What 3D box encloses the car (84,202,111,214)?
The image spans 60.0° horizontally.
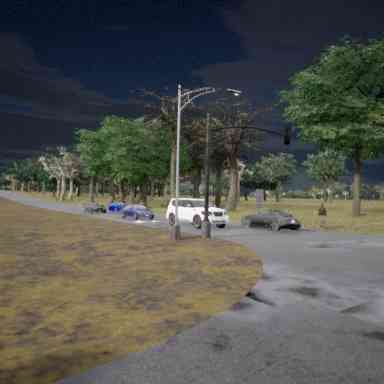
[{"bbox_3d":[-12.428,2.036,42.771,1.994,1.385,4.181,3,-2,-33],"label":"car"}]

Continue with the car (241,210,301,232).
[{"bbox_3d":[5.292,1.881,22.700,1.994,1.385,4.181,3,-2,-32],"label":"car"}]

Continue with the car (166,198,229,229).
[{"bbox_3d":[0.244,1.458,23.765,2.150,2.045,5.566,3,-2,-34],"label":"car"}]

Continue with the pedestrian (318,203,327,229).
[{"bbox_3d":[9.324,1.715,23.841,0.375,1.860,0.375,1,-1,-34],"label":"pedestrian"}]

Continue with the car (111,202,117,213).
[{"bbox_3d":[-10.192,2.095,46.050,1.882,1.535,5.008,3,-2,-34],"label":"car"}]

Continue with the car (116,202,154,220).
[{"bbox_3d":[-5.349,1.885,32.159,1.812,1.442,4.674,3,-2,-34],"label":"car"}]
